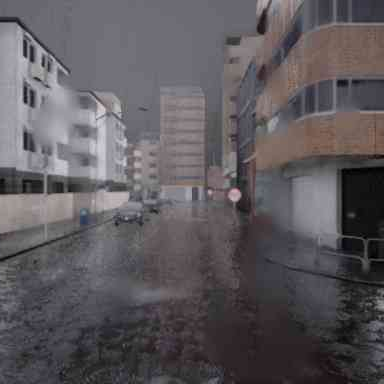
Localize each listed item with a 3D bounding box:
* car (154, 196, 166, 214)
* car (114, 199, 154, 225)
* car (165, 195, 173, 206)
[{"bbox_3d":[-4.070,1.414,33.327,2.033,1.411,5.357,0,0,0],"label":"car"},{"bbox_3d":[-4.082,1.412,23.185,1.837,1.490,4.892,0,0,0],"label":"car"},{"bbox_3d":[-3.973,1.304,50.677,1.837,1.490,4.892,0,0,0],"label":"car"}]
